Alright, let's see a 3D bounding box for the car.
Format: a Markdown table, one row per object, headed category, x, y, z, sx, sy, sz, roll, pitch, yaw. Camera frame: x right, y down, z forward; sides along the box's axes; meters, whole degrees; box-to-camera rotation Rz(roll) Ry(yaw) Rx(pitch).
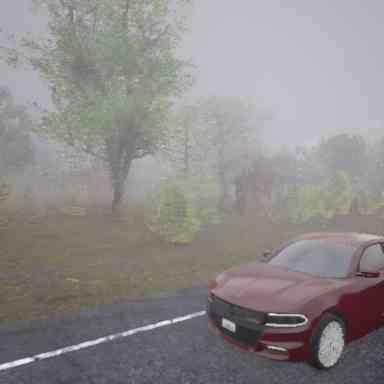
| category | x | y | z | sx | sy | sz | roll | pitch | yaw |
| --- | --- | --- | --- | --- | --- | --- | --- | --- | --- |
| car | 2.497 | 1.473 | 5.853 | 5.008 | 1.535 | 1.882 | 0 | 0 | -36 |
